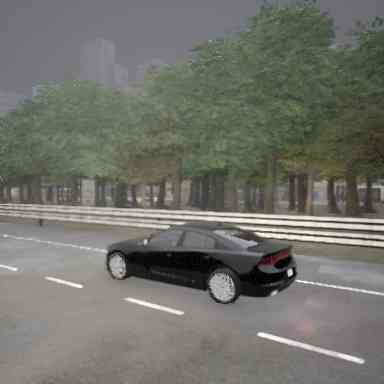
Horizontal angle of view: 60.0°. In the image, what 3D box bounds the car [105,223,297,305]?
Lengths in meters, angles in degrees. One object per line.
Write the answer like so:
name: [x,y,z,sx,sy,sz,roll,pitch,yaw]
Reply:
car: [-0.027,1.496,8.188,5.008,1.535,1.882,0,0,35]
